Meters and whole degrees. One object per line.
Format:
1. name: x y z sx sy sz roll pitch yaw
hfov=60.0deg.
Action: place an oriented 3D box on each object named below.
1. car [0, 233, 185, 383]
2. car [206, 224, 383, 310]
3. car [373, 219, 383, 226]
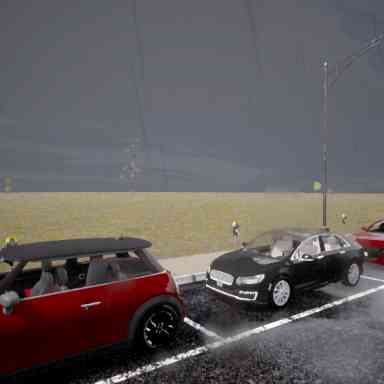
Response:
1. car: -2.186 1.440 4.528 4.097 1.590 1.967 0 1 -36
2. car: 2.317 1.552 7.749 4.403 1.369 2.008 0 1 -36
3. car: 6.821 1.548 10.969 4.507 1.381 1.887 0 1 -36
